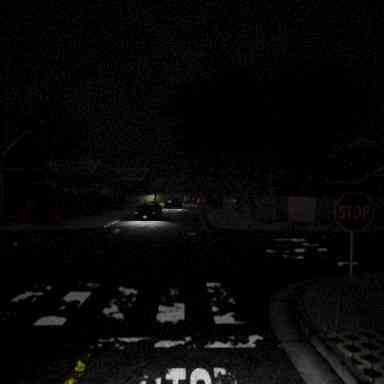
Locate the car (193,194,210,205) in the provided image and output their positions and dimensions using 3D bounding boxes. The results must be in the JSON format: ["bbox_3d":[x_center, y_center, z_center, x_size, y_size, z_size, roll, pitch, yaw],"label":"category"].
[{"bbox_3d":[1.938,1.499,56.513,1.812,1.442,4.674,0,0,10],"label":"car"}]

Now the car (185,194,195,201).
[{"bbox_3d":[-0.179,1.017,61.039,2.097,1.767,4.553,0,0,10],"label":"car"}]

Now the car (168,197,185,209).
[{"bbox_3d":[-2.515,1.485,44.797,1.812,1.442,4.674,0,0,6],"label":"car"}]

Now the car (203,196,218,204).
[{"bbox_3d":[3.749,1.503,66.615,2.033,1.411,5.357,1,0,13],"label":"car"}]

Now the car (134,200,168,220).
[{"bbox_3d":[-3.527,1.509,27.871,2.033,1.411,5.357,0,0,1],"label":"car"}]
